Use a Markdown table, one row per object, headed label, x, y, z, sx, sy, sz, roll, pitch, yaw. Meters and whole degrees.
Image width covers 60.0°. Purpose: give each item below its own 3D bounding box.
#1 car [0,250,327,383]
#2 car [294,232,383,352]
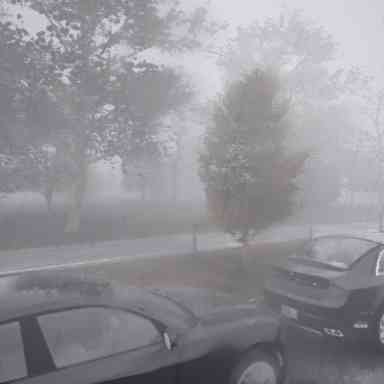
| label | x | y | z | sx | sy | sz | roll | pitch | yaw |
| --- | --- | --- | --- | --- | --- | --- | --- | --- | --- |
| car | -1.245 | 1.503 | 3.030 | 5.008 | 1.535 | 2.097 | 0 | 0 | -34 |
| car | 3.499 | 1.500 | 6.208 | 4.892 | 1.521 | 2.231 | 0 | 0 | -32 |
